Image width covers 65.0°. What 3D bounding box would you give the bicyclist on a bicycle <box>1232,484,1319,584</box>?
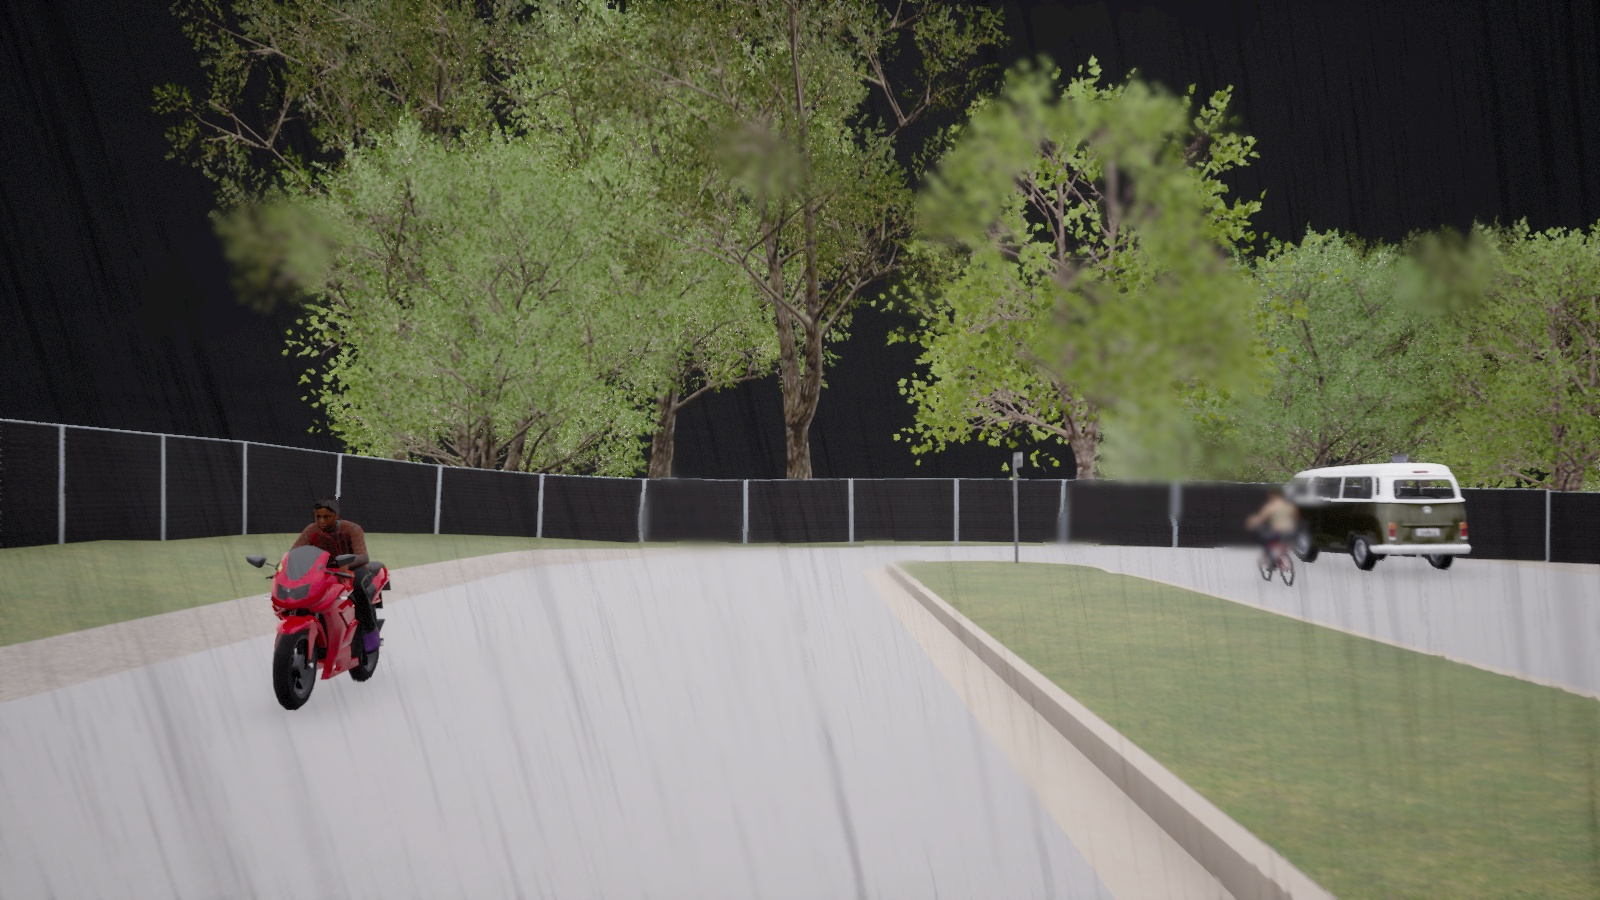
[{"bbox_3d":[8.044,1.398,21.315,0.866,1.612,1.509,-1,-2,1],"label":"bicyclist on a bicycle"}]

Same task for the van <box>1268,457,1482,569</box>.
[{"bbox_3d":[11.446,1.219,25.414,2.069,2.038,4.480,-1,-1,-3],"label":"van"}]

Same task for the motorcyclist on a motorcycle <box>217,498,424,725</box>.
[{"bbox_3d":[-3.571,1.136,9.571,0.797,1.523,2.044,-1,-2,0],"label":"motorcyclist on a motorcycle"}]
